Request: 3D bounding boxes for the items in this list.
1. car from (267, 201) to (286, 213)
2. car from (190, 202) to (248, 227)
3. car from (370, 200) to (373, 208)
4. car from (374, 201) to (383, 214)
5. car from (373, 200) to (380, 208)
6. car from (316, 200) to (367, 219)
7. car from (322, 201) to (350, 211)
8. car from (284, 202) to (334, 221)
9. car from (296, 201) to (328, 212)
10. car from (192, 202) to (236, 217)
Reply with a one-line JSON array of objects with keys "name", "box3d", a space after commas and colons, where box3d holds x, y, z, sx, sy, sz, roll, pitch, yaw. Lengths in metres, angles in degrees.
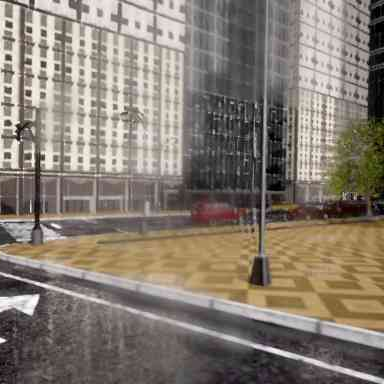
[{"name": "car", "box3d": [11.604, 1.867, 42.310, 4.829, 1.417, 1.752, 0, 1, -34]}, {"name": "car", "box3d": [2.162, 1.719, 26.296, 5.009, 1.841, 2.192, 0, 1, -34]}, {"name": "car", "box3d": [25.780, 2.015, 52.011, 4.313, 1.339, 1.947, 0, 1, -34]}, {"name": "car", "box3d": [25.550, 2.147, 42.307, 4.313, 1.339, 1.947, 0, 1, -34]}, {"name": "car", "box3d": [30.458, 2.051, 55.212, 4.313, 1.339, 1.947, 0, 1, -34]}, {"name": "car", "box3d": [16.197, 1.825, 35.900, 5.009, 1.841, 2.192, 0, 1, -34]}, {"name": "car", "box3d": [21.101, 1.996, 48.810, 4.206, 1.307, 1.802, 0, 1, -34]}, {"name": "car", "box3d": [11.515, 2.019, 32.702, 4.507, 1.381, 1.887, 0, 1, -34]}, {"name": "car", "box3d": [16.423, 1.944, 45.608, 4.313, 1.339, 1.947, 0, 1, -34]}, {"name": "car", "box3d": [2.387, 1.822, 36.004, 4.403, 1.369, 2.008, 0, 1, -34]}]
